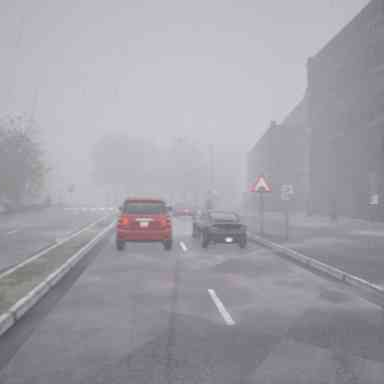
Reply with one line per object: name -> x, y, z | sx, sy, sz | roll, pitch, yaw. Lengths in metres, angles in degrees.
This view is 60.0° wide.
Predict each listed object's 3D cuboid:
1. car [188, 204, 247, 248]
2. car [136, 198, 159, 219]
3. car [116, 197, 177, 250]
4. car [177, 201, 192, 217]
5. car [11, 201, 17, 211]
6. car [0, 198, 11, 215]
car -> 1.140, 1.573, 15.289 | 1.837, 1.490, 4.892 | 1, 0, -7
car -> -3.976, 1.393, 29.976 | 1.882, 1.535, 5.008 | 1, 1, -7
car -> -2.049, 1.232, 14.624 | 2.150, 2.045, 5.566 | 1, 0, -7
car -> -0.735, 1.531, 30.233 | 1.994, 1.385, 4.181 | 1, 0, -7
car -> -18.454, 1.238, 29.905 | 4.892, 1.521, 2.231 | 1, 0, -7
car -> -18.116, 1.256, 27.170 | 5.008, 1.535, 2.097 | 1, 0, -7
